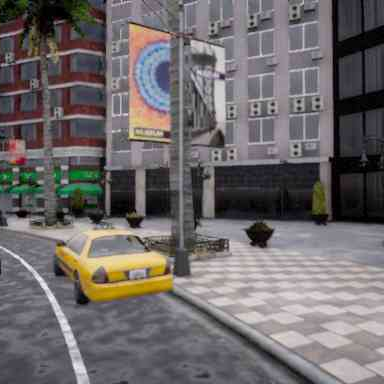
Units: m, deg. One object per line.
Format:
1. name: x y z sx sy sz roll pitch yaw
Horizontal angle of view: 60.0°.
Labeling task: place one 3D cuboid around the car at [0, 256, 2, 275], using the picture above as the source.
1. car: -6.476 1.767 9.213 1.895 1.301 4.718 0 -1 -33

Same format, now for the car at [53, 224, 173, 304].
1. car: -2.372 1.600 8.645 1.801 1.575 5.366 0 -1 -31
